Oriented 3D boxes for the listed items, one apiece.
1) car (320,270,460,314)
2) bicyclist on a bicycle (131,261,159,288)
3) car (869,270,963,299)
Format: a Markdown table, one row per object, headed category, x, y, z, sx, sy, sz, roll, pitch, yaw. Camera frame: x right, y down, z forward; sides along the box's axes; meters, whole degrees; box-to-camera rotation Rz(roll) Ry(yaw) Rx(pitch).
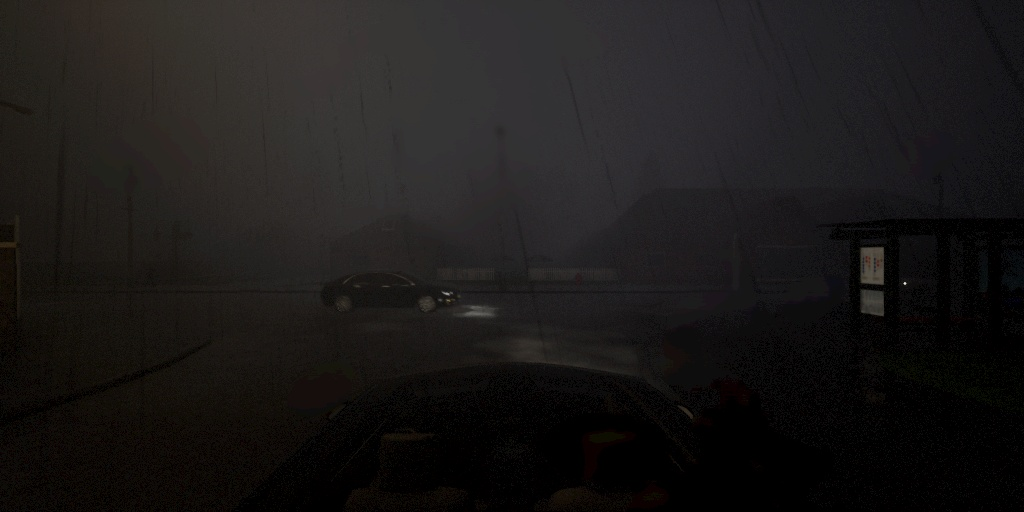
| category | x | y | z | sx | sy | sz | roll | pitch | yaw |
| --- | --- | --- | --- | --- | --- | --- | --- | --- | --- |
| car | -4.386 | 1.256 | 13.180 | 4.892 | 1.490 | 1.837 | 0 | 0 | 0 |
| bicyclist on a bicycle | -22.104 | 1.099 | 21.627 | 0.582 | 1.620 | 1.656 | 0 | 0 | 0 |
| car | 20.338 | 1.351 | 17.314 | 4.718 | 1.301 | 1.895 | 0 | 0 | 0 |
